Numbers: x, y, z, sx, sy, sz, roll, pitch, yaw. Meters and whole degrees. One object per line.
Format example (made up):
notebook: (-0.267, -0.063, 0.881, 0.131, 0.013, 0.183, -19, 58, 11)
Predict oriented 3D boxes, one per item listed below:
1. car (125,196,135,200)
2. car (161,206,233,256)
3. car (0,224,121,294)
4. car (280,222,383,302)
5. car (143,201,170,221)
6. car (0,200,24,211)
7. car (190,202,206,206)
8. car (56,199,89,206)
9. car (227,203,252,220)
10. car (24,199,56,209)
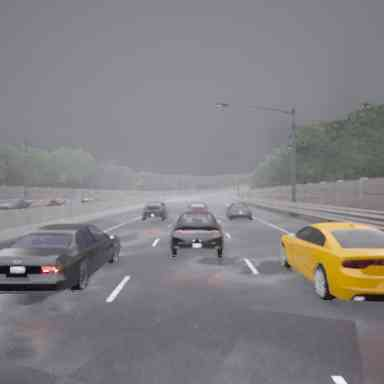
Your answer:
car: (-14.735, 1.600, 79.908, 1.812, 1.442, 4.674, 0, 0, 4)
car: (0.194, 1.520, 13.166, 2.128, 1.511, 4.902, 0, 0, 1)
car: (-3.358, 1.564, 8.974, 2.033, 1.411, 5.357, 0, 0, 1)
car: (3.634, 1.496, 8.395, 1.882, 1.535, 5.008, 0, 0, 1)
car: (-3.018, 1.581, 28.459, 1.837, 1.490, 4.892, 0, 0, 2)
car: (-20.415, 1.645, 38.742, 2.033, 1.411, 5.357, 0, 0, 2)
car: (0.505, 1.610, 29.339, 1.812, 1.442, 4.674, 0, 0, 2)
car: (-13.415, 1.582, 38.420, 1.882, 1.535, 5.008, 0, 0, 2)
car: (3.998, 1.651, 28.970, 1.994, 1.385, 4.181, 0, 0, 2)
car: (-16.910, 1.578, 38.593, 1.882, 1.535, 5.008, 0, 0, 2)
